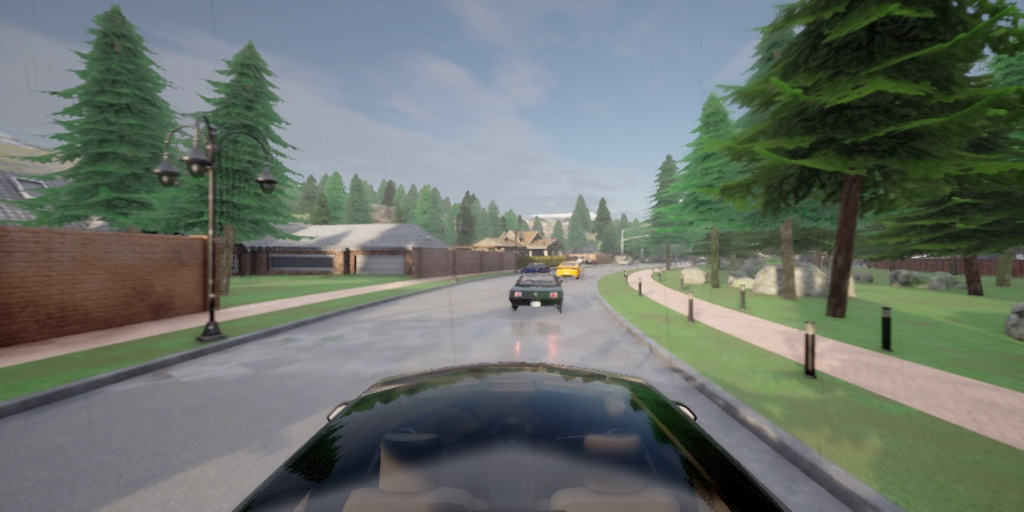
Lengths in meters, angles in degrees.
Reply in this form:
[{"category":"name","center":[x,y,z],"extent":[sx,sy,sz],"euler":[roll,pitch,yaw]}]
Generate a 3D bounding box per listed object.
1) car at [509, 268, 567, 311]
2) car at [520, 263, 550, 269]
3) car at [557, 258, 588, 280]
[{"category":"car","center":[1.096,1.338,14.332],"extent":[1.895,1.301,4.718],"euler":[0,0,7]},{"category":"car","center":[2.291,1.314,34.614],"extent":[1.895,1.301,4.718],"euler":[0,0,20]},{"category":"car","center":[5.236,1.206,31.750],"extent":[1.882,1.535,5.008],"euler":[0,0,18]}]
